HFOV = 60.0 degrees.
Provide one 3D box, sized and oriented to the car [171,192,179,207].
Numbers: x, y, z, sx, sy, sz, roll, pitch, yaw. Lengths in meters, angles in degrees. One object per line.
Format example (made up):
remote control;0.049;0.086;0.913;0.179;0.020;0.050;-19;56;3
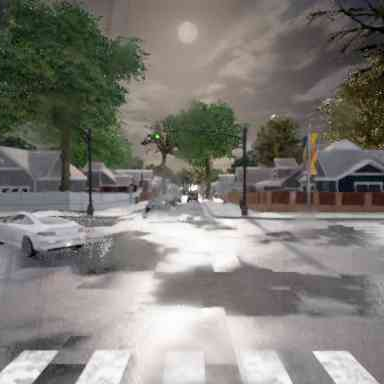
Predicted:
car;-2.972;1.016;41.171;1.882;1.535;5.008;0;0;1

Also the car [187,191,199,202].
car;0.094;0.991;60.359;1.837;1.490;4.892;0;0;1

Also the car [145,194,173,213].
car;-3.103;1.150;30.739;1.994;1.385;4.181;0;0;1

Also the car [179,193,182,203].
car;-2.780;0.847;54.333;2.097;1.767;4.553;0;0;1

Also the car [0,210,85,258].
car;-5.772;1.388;12.364;4.674;1.442;1.812;2;3;41
